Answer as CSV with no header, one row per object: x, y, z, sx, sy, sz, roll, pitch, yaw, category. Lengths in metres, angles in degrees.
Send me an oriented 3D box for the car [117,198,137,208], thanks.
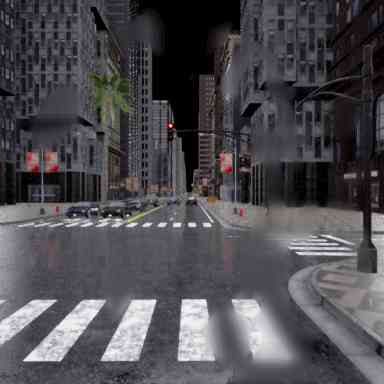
-9.981,1.670,51.406,2.033,1.411,5.357,0,0,0,car

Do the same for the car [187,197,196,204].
-0.122,1.816,70.830,1.812,1.442,4.674,0,-1,0,car

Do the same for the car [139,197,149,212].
-6.701,1.621,39.681,1.994,1.385,4.181,0,0,0,car

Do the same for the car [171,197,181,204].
-3.382,1.850,70.595,1.994,1.385,4.181,0,-1,0,car

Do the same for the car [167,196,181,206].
-3.316,1.547,60.393,2.097,1.767,4.553,0,0,0,car

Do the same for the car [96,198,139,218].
-6.657,1.570,30.438,2.033,1.411,5.357,0,0,4,car

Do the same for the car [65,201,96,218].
-9.934,1.571,30.824,2.033,1.411,5.357,0,0,0,car

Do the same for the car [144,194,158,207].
-6.732,1.364,53.890,2.150,2.045,5.566,0,-1,0,car

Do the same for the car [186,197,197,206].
-0.065,1.673,60.490,1.882,1.535,5.008,0,0,0,car
